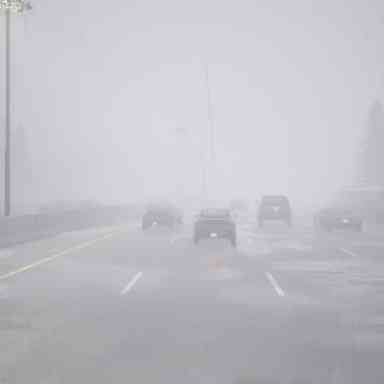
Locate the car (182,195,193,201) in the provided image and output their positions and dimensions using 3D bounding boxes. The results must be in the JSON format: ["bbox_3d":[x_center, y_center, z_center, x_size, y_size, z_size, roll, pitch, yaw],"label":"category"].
[{"bbox_3d":[-0.515,1.462,72.659,1.837,1.490,4.892,0,0,26],"label":"car"}]

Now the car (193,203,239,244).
[{"bbox_3d":[1.149,1.500,15.997,1.837,1.490,4.892,0,0,6],"label":"car"}]

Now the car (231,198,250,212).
[{"bbox_3d":[5.574,1.500,38.849,1.837,1.490,4.892,0,0,15],"label":"car"}]

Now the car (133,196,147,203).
[{"bbox_3d":[-10.304,1.496,68.027,1.994,1.385,4.181,0,0,22],"label":"car"}]

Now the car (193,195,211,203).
[{"bbox_3d":[2.607,1.471,71.078,1.837,1.490,4.892,0,0,26],"label":"car"}]

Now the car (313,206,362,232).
[{"bbox_3d":[8.813,1.576,20.462,1.994,1.385,4.181,0,0,8],"label":"car"}]

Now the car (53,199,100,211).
[{"bbox_3d":[-10.652,1.451,31.939,2.128,1.511,4.902,0,0,12],"label":"car"}]

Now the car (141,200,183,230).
[{"bbox_3d":[-1.740,1.491,20.884,1.837,1.490,4.892,0,0,8],"label":"car"}]

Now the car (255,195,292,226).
[{"bbox_3d":[5.787,1.224,23.846,2.150,2.045,5.566,0,0,10],"label":"car"}]

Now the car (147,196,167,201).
[{"bbox_3d":[-6.603,1.478,67.775,1.812,1.442,4.674,0,0,22],"label":"car"}]

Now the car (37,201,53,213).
[{"bbox_3d":[-13.688,1.499,34.675,2.033,1.411,5.357,0,0,12],"label":"car"}]
